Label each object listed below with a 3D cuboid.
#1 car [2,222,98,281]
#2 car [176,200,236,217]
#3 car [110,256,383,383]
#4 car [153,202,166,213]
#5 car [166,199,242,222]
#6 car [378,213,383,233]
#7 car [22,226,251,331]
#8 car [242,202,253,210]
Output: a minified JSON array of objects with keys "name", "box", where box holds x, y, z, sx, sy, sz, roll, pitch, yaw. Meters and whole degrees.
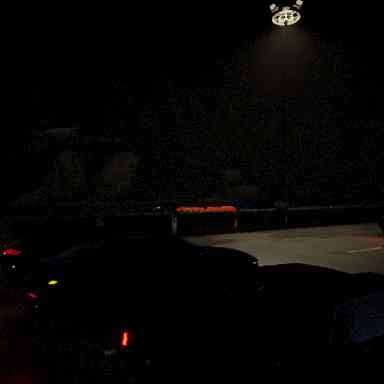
[{"name":"car","box":[-3.022,1.560,9.498,4.181,1.385,1.994,0,0,-28]},{"name":"car","box":[1.373,1.487,31.782,5.357,1.411,2.033,0,0,-28]},{"name":"car","box":[1.625,1.597,4.031,4.718,1.301,1.895,0,0,-28]},{"name":"car","box":[-1.617,1.454,34.167,4.892,1.490,1.837,0,0,-28]},{"name":"car","box":[0.875,1.316,23.620,4.553,1.767,2.097,0,0,-28]},{"name":"car","box":[11.789,1.429,17.258,4.892,1.490,1.837,0,0,-28]},{"name":"car","box":[-0.754,1.522,6.735,4.674,1.442,1.812,0,0,-28]},{"name":"car","box":[2.921,1.418,28.642,5.008,1.535,1.882,-1,0,-28]}]
